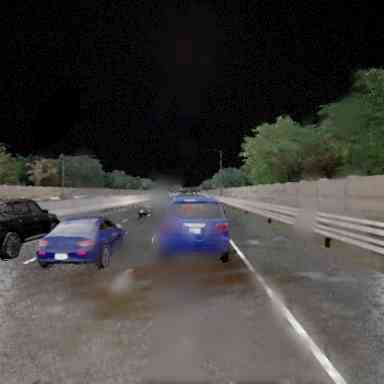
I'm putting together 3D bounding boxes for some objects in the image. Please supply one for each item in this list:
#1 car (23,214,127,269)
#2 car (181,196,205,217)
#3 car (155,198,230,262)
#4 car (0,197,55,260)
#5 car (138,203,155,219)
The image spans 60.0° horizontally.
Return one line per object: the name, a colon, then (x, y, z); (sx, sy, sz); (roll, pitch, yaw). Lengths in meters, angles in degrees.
car: (-3.413, 1.513, 10.960); (1.812, 1.442, 4.674); (0, 0, 0)
car: (0.099, 1.334, 31.733); (2.097, 1.767, 4.553); (0, 0, 0)
car: (0.100, 1.207, 12.243); (2.150, 2.045, 5.566); (0, 0, 0)
car: (-6.901, 1.207, 12.422); (2.150, 2.045, 5.566); (0, 0, 0)
car: (-3.401, 1.582, 28.852); (1.895, 1.301, 4.718); (0, 0, 0)
